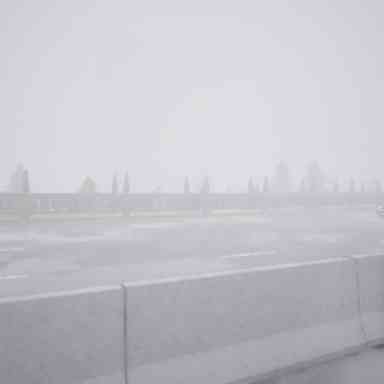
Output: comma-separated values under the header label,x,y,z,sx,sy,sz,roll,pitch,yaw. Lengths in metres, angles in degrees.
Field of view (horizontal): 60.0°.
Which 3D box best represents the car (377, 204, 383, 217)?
label,x,y,z,sx,sy,sz,roll,pitch,yaw
car,15.177,1.077,23.768,4.674,1.442,1.812,0,2,-34
